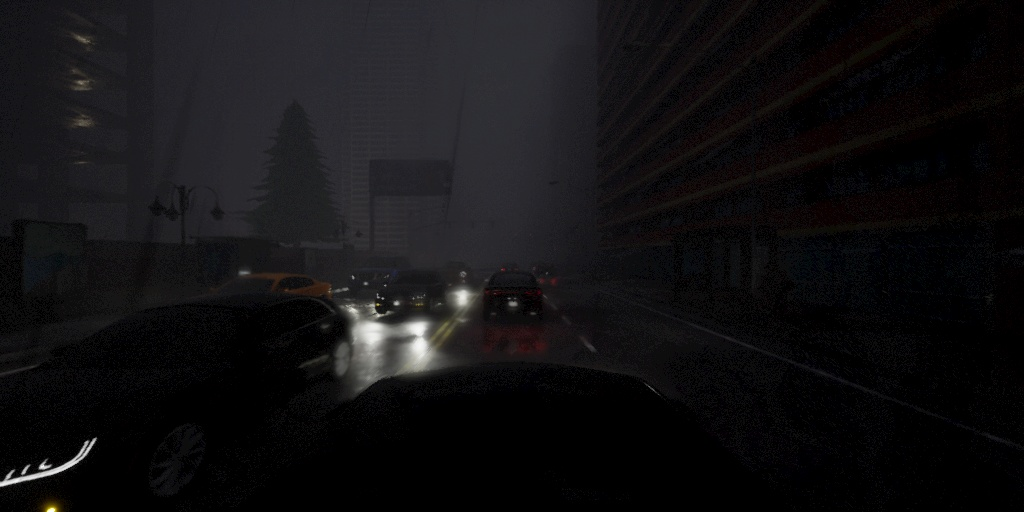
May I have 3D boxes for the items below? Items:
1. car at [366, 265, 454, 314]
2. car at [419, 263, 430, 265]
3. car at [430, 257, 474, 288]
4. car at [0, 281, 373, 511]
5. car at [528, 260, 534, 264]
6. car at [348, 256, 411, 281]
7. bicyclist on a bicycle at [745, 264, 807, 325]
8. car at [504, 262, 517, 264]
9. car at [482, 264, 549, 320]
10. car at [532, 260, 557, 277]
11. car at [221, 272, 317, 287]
[{"bbox_3d":[-3.682,1.272,13.877,1.837,1.490,4.892,0,0,0],"label":"car"},{"bbox_3d":[-7.276,1.312,30.754,1.812,1.442,4.674,0,0,0],"label":"car"},{"bbox_3d":[-3.748,1.124,23.767,2.097,1.767,4.553,0,0,0],"label":"car"},{"bbox_3d":[-3.609,1.268,4.386,1.837,1.490,4.892,0,0,0],"label":"car"},{"bbox_3d":[3.199,1.266,47.565,1.837,1.490,4.892,0,0,0],"label":"car"},{"bbox_3d":[-7.229,1.003,20.438,2.150,2.045,5.566,0,0,0],"label":"car"},{"bbox_3d":[6.979,1.031,9.484,1.656,1.620,0.582,0,0,0],"label":"bicyclist on a bicycle"},{"bbox_3d":[-0.187,1.313,34.833,2.033,1.411,5.357,0,0,0],"label":"car"},{"bbox_3d":[0.027,1.232,12.728,1.882,1.535,5.008,0,0,0],"label":"car"},{"bbox_3d":[3.311,1.356,35.987,1.895,1.301,4.718,0,0,0],"label":"car"},{"bbox_3d":[-7.155,1.255,10.376,1.882,1.535,5.008,0,0,0],"label":"car"}]
